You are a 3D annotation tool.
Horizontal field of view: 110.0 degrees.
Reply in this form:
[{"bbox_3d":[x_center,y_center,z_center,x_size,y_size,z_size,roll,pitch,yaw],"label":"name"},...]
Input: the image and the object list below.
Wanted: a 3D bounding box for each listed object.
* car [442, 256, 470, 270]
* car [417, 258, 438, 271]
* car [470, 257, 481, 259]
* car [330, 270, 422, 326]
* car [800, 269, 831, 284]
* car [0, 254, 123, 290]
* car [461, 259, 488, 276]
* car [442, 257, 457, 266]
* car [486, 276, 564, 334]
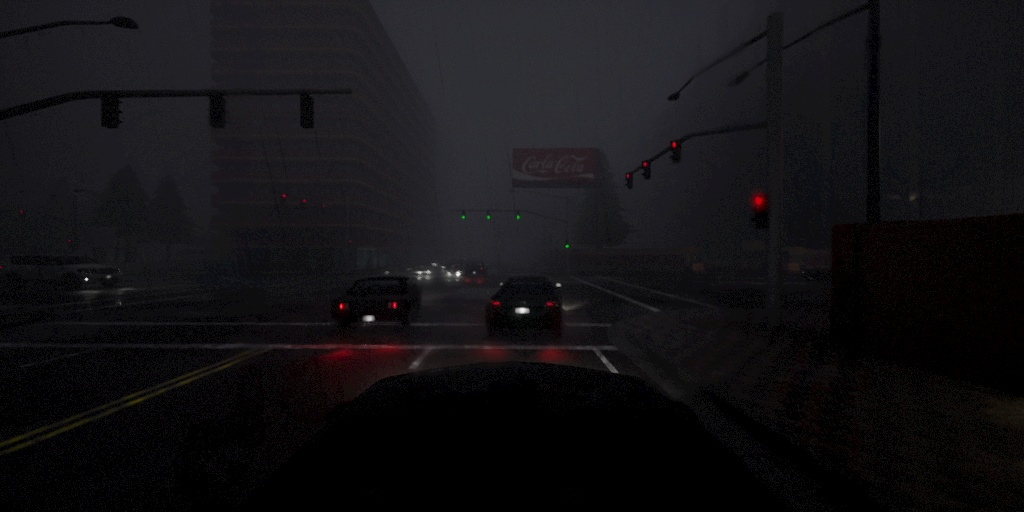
[{"bbox_3d":[-7.070,1.018,45.477,2.128,1.511,4.902,0,0,0],"label":"car"},{"bbox_3d":[-10.572,1.021,45.050,2.128,1.511,4.902,0,0,0],"label":"car"},{"bbox_3d":[-7.031,0.941,60.708,2.128,1.511,4.902,0,0,0],"label":"car"},{"bbox_3d":[-3.997,1.301,11.416,1.895,1.301,4.718,0,0,-8],"label":"car"},{"bbox_3d":[22.793,1.233,24.668,4.718,1.301,1.895,0,0,0],"label":"car"},{"bbox_3d":[-26.637,0.872,21.262,5.566,2.045,2.150,0,0,0],"label":"car"},{"bbox_3d":[-3.388,1.183,34.569,1.895,1.301,4.718,0,0,0],"label":"car"},{"bbox_3d":[-10.530,0.975,60.701,1.812,1.442,4.674,0,0,0],"label":"car"},{"bbox_3d":[0.509,1.269,10.609,1.994,1.385,4.181,0,0,7],"label":"car"}]
